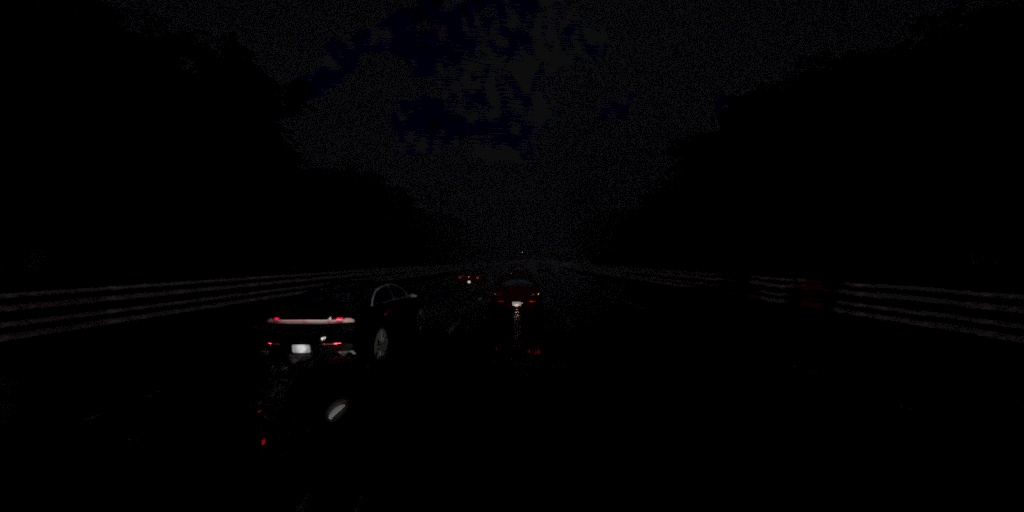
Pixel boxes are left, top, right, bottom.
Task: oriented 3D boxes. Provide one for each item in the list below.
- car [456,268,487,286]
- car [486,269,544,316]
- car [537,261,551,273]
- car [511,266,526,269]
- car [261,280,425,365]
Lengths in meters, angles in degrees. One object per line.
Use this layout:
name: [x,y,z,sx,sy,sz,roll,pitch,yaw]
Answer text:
car: [-3.043,1.624,28.176,1.895,1.301,4.718,0,-1,2]
car: [0.181,1.391,13.865,1.812,1.442,4.674,0,0,1]
car: [4.985,1.884,55.651,2.128,1.511,4.902,0,-1,3]
car: [0.610,1.619,33.262,1.812,1.442,4.674,0,-1,2]
car: [-3.369,1.297,8.184,2.128,1.511,4.902,0,0,0]
